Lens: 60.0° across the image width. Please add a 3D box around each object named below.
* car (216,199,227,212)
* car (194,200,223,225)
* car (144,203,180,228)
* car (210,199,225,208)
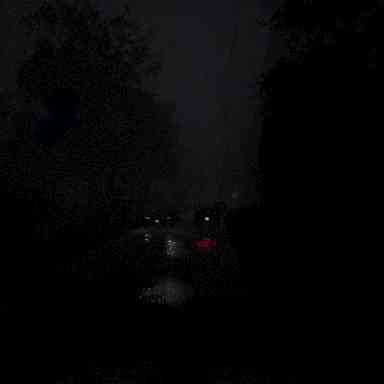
[{"bbox_3d":[3.431,1.795,42.621,2.128,1.511,4.902,0,-1,9],"label":"car"},{"bbox_3d":[1.206,1.576,24.812,1.837,1.490,4.892,0,0,5],"label":"car"},{"bbox_3d":[-1.936,1.546,22.676,1.837,1.490,4.892,0,0,5],"label":"car"},{"bbox_3d":[5.006,2.184,64.795,1.882,1.535,5.008,1,0,14],"label":"car"}]
